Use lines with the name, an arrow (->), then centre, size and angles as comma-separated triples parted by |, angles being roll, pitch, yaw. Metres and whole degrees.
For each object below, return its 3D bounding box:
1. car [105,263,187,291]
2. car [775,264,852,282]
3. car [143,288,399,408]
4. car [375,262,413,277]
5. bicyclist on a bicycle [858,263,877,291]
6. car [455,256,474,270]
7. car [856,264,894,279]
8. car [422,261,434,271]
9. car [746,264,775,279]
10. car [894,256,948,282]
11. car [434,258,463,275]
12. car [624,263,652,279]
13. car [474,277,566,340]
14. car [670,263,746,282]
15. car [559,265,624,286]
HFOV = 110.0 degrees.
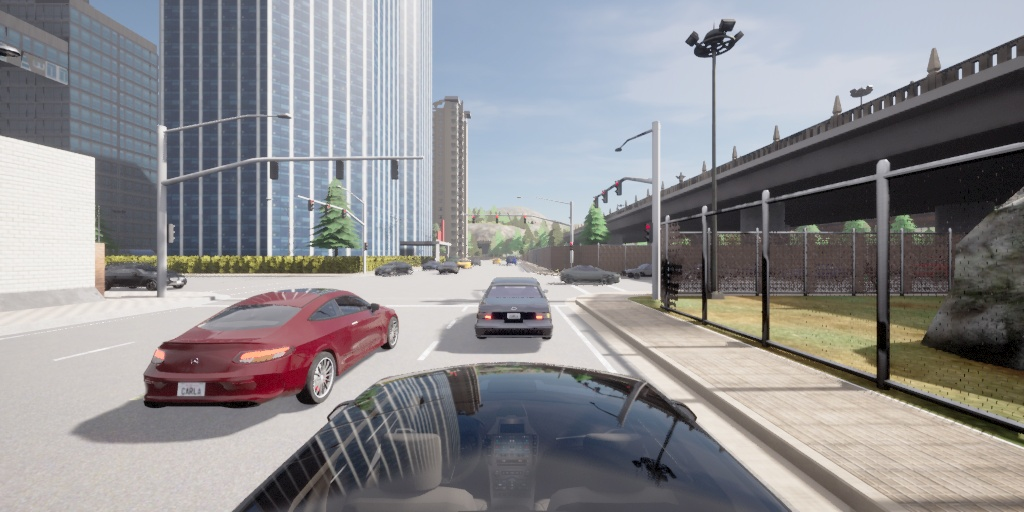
car -> -22.587, 1.331, 21.799 | 4.674, 1.442, 1.812 | 0, 0, 0
car -> 24.616, 1.331, 29.173 | 4.674, 1.442, 1.812 | 0, 0, 0
car -> -3.450, 1.276, 6.174 | 1.812, 1.442, 4.674 | 0, 0, 0
car -> -11.878, 1.303, 36.512 | 1.812, 1.442, 4.674 | 1, 0, 18
bicyclist on a bicycle -> 18.263, 1.106, 18.173 | 0.582, 1.620, 1.656 | 0, 0, 0
car -> -7.204, 1.227, 53.597 | 1.882, 1.535, 5.008 | 0, 0, 0
car -> 32.233, 1.406, 32.708 | 4.718, 1.301, 1.895 | 0, 0, 0
car -> -10.688, 1.314, 48.224 | 1.994, 1.385, 4.181 | 0, 0, 1
car -> 22.306, 1.406, 32.674 | 4.718, 1.301, 1.895 | 0, 0, 0
car -> 35.226, 1.024, 29.220 | 5.566, 2.045, 2.150 | 0, 0, -1
car -> -6.936, 1.305, 39.724 | 2.033, 1.411, 5.357 | 0, 0, -4
car -> 12.716, 1.353, 32.632 | 5.357, 1.411, 2.033 | 0, 0, 0
car -> 0.078, 1.297, 9.994 | 2.033, 1.411, 5.357 | 0, 0, 1
car -> 15.660, 1.297, 29.145 | 4.902, 1.511, 2.128 | 0, 0, 0
car -> 5.461, 1.353, 25.619 | 4.181, 1.385, 1.994 | 1, 0, 8
